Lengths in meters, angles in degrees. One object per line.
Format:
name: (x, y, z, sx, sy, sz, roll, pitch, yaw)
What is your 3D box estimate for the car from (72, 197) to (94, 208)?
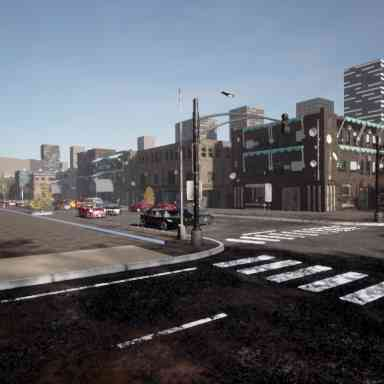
car: (-20.136, 1.939, 61.328, 2.192, 1.841, 5.009, -1, 0, -37)

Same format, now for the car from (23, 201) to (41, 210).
car: (-26.737, 2.232, 56.169, 1.752, 1.417, 4.829, -1, 0, -37)

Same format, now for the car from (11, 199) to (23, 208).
car: (-33.473, 2.375, 65.169, 2.008, 1.369, 4.403, -1, 0, -37)

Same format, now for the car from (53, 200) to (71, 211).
car: (-20.092, 2.161, 51.796, 1.812, 1.442, 4.674, -1, 0, -37)

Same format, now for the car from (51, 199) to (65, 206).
car: (-30.081, 2.363, 74.623, 1.947, 1.339, 4.313, -1, 0, -37)

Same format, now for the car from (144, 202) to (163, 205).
car: (-3.546, 1.904, 39.173, 1.802, 1.307, 4.206, -2, 0, -37)

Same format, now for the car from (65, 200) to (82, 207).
car: (-23.448, 2.227, 65.760, 1.887, 1.381, 4.507, -1, 0, -37)

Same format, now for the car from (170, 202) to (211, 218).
car: (-0.230, 1.809, 34.742, 2.008, 1.369, 4.403, -2, 0, -37)

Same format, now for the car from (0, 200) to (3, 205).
car: (-43.423, 2.547, 78.462, 2.008, 1.369, 4.403, -1, 0, -37)

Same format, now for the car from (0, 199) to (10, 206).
car: (-46.740, 2.597, 82.893, 1.887, 1.381, 4.507, -1, 0, -37)

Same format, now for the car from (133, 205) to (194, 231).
car: (-2.036, 1.815, 22.968, 1.947, 1.339, 4.313, -2, 0, -37)

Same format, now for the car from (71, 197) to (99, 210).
car: (-16.953, 1.909, 52.775, 2.097, 1.767, 4.553, -1, 0, -37)

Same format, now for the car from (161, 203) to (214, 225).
car: (-0.229, 1.791, 25.095, 1.994, 1.385, 4.181, -1, 0, -37)

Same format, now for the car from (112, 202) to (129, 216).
car: (-9.391, 1.896, 37.342, 2.128, 1.511, 4.902, -1, 0, -37)

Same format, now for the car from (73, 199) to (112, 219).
car: (-10.257, 1.846, 34.149, 1.967, 1.590, 4.097, -2, 0, -37)

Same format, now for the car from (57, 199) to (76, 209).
car: (-22.969, 2.141, 60.813, 1.882, 1.535, 5.008, -1, 0, -37)

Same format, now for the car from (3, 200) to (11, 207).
car: (-40.109, 2.379, 74.030, 1.967, 1.590, 4.097, -1, 0, -37)

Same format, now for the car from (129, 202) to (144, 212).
car: (-6.862, 1.966, 43.604, 1.802, 1.307, 4.206, -2, 0, -37)
